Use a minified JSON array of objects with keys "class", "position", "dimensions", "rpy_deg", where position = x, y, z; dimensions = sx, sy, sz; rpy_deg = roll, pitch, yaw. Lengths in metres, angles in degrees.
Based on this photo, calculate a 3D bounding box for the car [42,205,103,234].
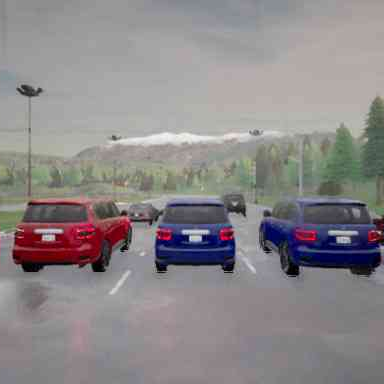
[{"class":"car","position":[-6.914,1.537,19.817],"dimensions":[1.895,1.301,4.718],"rpy_deg":[0,0,0]}]

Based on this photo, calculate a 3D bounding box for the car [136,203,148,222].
[{"class":"car","position":[-3.418,1.474,23.018],"dimensions":[2.033,1.411,5.357],"rpy_deg":[0,0,0]}]

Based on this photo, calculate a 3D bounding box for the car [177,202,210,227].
[{"class":"car","position":[0.082,1.472,23.579],"dimensions":[2.033,1.411,5.357],"rpy_deg":[0,0,0]}]

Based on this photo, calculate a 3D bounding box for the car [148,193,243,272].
[{"class":"car","position":[0.086,1.190,10.751],"dimensions":[2.150,2.045,5.566],"rpy_deg":[0,1,0]}]

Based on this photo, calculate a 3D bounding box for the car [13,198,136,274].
[{"class":"car","position":[-3.412,1.186,10.599],"dimensions":[2.150,2.045,5.566],"rpy_deg":[0,0,0]}]

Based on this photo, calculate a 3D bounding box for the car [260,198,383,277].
[{"class":"car","position":[3.579,1.188,10.333],"dimensions":[2.150,2.045,5.566],"rpy_deg":[0,0,2]}]

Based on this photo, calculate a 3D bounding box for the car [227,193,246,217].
[{"class":"car","position":[3.576,1.126,30.441],"dimensions":[2.150,2.045,5.566],"rpy_deg":[0,0,0]}]
